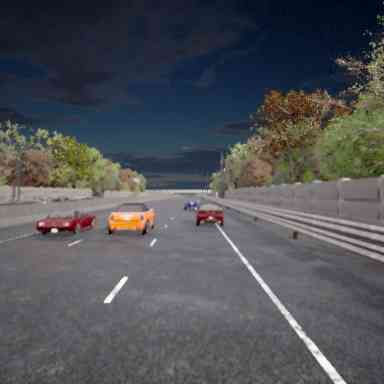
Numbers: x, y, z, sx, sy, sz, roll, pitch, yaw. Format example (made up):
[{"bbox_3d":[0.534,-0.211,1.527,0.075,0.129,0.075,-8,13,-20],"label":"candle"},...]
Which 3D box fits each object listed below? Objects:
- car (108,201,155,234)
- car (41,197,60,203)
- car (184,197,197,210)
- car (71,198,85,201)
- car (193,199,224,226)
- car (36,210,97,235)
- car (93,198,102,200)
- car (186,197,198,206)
[{"bbox_3d":[-3.405,1.403,19.526,2.097,1.767,4.553,0,0,0],"label":"car"},{"bbox_3d":[-24.544,1.686,57.769,2.128,1.511,4.902,0,0,1],"label":"car"},{"bbox_3d":[0.021,1.500,46.171,2.097,1.767,4.553,0,0,0],"label":"car"},{"bbox_3d":[-21.021,1.755,61.410,2.033,1.411,5.357,0,0,0],"label":"car"},{"bbox_3d":[1.221,1.546,24.159,1.882,1.535,5.008,0,0,0],"label":"car"},{"bbox_3d":[-6.901,1.650,18.908,1.895,1.301,4.718,0,0,0],"label":"car"},{"bbox_3d":[-17.527,1.809,61.477,1.895,1.301,4.718,0,0,0],"label":"car"},{"bbox_3d":[-0.012,1.761,62.903,2.033,1.411,5.357,0,0,0],"label":"car"}]
